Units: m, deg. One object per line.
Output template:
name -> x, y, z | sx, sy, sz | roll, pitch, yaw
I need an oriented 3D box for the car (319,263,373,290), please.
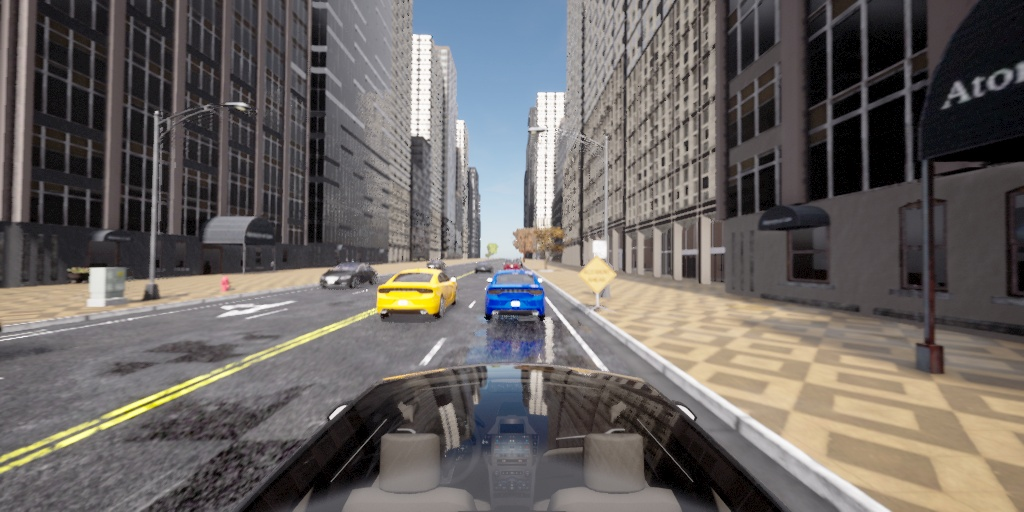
car -> -9.848, 1.159, 21.979 | 2.128, 1.511, 4.902 | 1, 0, 0

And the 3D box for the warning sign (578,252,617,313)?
warning sign -> 2.849, 0.896, 11.964 | 1.300, 1.860, 1.060 | 0, 0, 0

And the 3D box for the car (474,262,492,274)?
car -> -3.260, 1.327, 41.959 | 1.994, 1.385, 4.181 | 1, 0, 0

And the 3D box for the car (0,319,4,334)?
car -> -10.378, 1.290, 4.265 | 1.895, 1.301, 4.718 | 1, 2, 9

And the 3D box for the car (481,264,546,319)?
car -> 0.104, 1.232, 12.812 | 1.882, 1.535, 5.008 | 1, 0, 0

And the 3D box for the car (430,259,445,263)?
car -> -9.776, 1.196, 46.132 | 2.128, 1.511, 4.902 | 1, 0, 0

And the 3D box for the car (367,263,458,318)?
car -> -3.147, 1.199, 12.815 | 1.882, 1.535, 5.008 | 1, 0, 0

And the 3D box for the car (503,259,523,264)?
car -> -0.008, 1.147, 41.763 | 2.097, 1.767, 4.553 | 1, 0, 0
